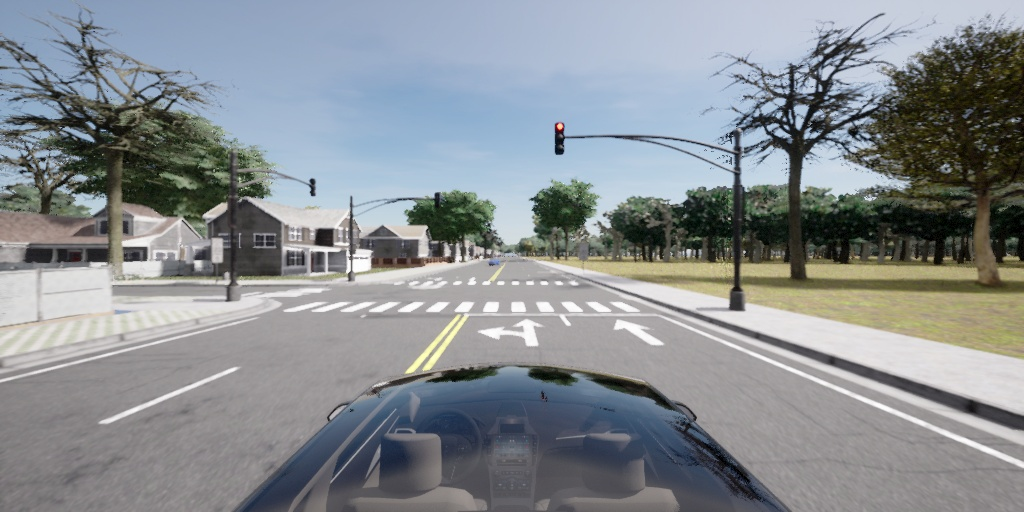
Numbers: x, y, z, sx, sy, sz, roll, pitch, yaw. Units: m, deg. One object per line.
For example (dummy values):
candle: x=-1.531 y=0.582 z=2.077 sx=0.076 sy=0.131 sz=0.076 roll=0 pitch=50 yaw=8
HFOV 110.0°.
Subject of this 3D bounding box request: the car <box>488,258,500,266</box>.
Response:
car: x=-3.223 y=1.053 z=64.522 sx=1.882 sy=1.535 sz=5.008 roll=0 pitch=1 yaw=0
